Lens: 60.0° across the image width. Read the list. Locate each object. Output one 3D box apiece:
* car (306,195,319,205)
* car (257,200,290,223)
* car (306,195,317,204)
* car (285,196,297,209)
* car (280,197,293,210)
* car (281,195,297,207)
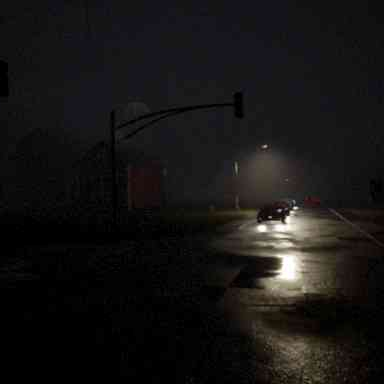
[{"bbox_3d":[19.987,1.508,55.159,1.994,1.385,4.181,-1,0,19],"label":"car"},{"bbox_3d":[6.233,1.620,25.715,1.994,1.385,4.181,-1,0,19],"label":"car"},{"bbox_3d":[23.061,1.433,64.245,1.837,1.490,4.892,-1,0,19],"label":"car"},{"bbox_3d":[12.034,1.523,42.768,1.882,1.535,5.008,-1,0,19],"label":"car"},{"bbox_3d":[9.018,1.578,33.916,1.812,1.442,4.674,-1,0,19],"label":"car"},{"bbox_3d":[15.287,1.387,52.199,2.097,1.767,4.553,-1,0,19],"label":"car"}]
